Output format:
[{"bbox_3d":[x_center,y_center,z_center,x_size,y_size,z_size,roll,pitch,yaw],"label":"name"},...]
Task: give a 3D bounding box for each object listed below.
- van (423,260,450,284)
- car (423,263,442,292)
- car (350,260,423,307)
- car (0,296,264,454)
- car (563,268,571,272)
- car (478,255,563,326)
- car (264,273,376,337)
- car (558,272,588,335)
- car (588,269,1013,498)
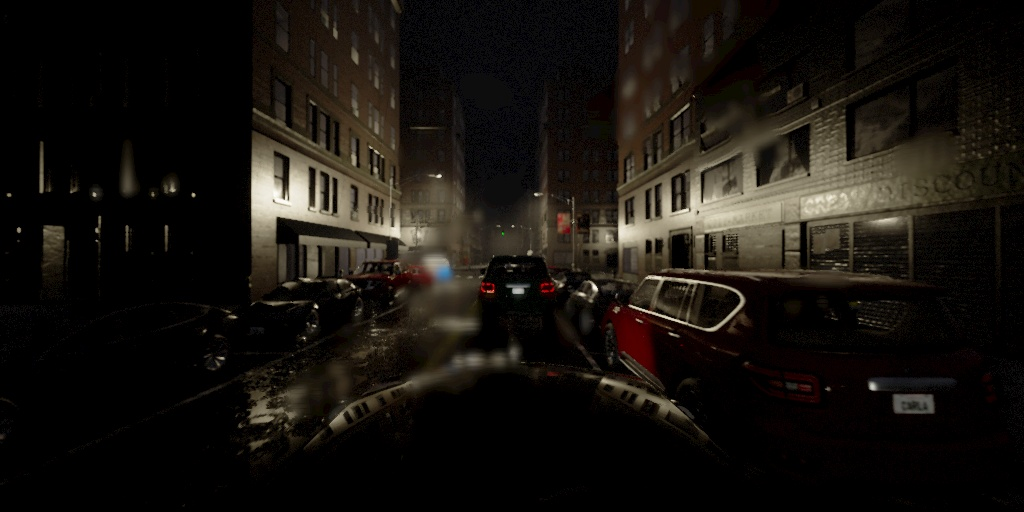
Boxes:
[{"bbox_3d":[-5.754,1.150,27.144,1.690,1.789,3.998,0,0,0],"label":"van"},{"bbox_3d":[-5.777,1.342,21.558,1.888,1.381,4.507,0,0,0],"label":"car"},{"bbox_3d":[-5.799,1.098,15.971,2.192,1.841,5.009,0,0,0],"label":"car"},{"bbox_3d":[-5.845,1.323,4.800,1.948,1.339,4.313,0,0,0],"label":"car"},{"bbox_3d":[2.726,1.350,15.941,1.948,1.339,4.313,0,0,0],"label":"car"},{"bbox_3d":[0.114,0.997,11.890,2.150,2.045,5.566,0,0,-1],"label":"car"},{"bbox_3d":[-5.823,1.336,10.386,1.948,1.339,4.313,0,0,0],"label":"car"},{"bbox_3d":[2.703,1.321,10.357,2.007,1.370,4.403,0,0,0],"label":"car"},{"bbox_3d":[2.680,1.072,4.771,2.192,1.841,5.009,0,0,0],"label":"car"}]
